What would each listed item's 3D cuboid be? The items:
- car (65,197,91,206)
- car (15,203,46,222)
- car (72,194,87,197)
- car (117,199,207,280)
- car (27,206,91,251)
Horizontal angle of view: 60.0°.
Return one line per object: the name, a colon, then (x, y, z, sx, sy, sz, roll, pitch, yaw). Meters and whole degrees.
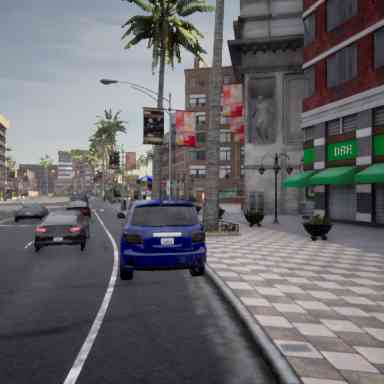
car: (-9.243, 1.470, 26.982, 1.882, 1.535, 5.008, 0, 0, -18)
car: (-12.844, 1.553, 26.730, 1.994, 1.385, 4.181, 0, 0, -18)
car: (-13.766, 1.212, 40.656, 2.150, 2.045, 5.566, 0, 0, -18)
car: (-1.082, 1.219, 10.223, 2.150, 2.045, 5.566, 0, 0, -11)
car: (-5.368, 1.521, 14.062, 1.812, 1.442, 4.674, 0, 0, -15)
